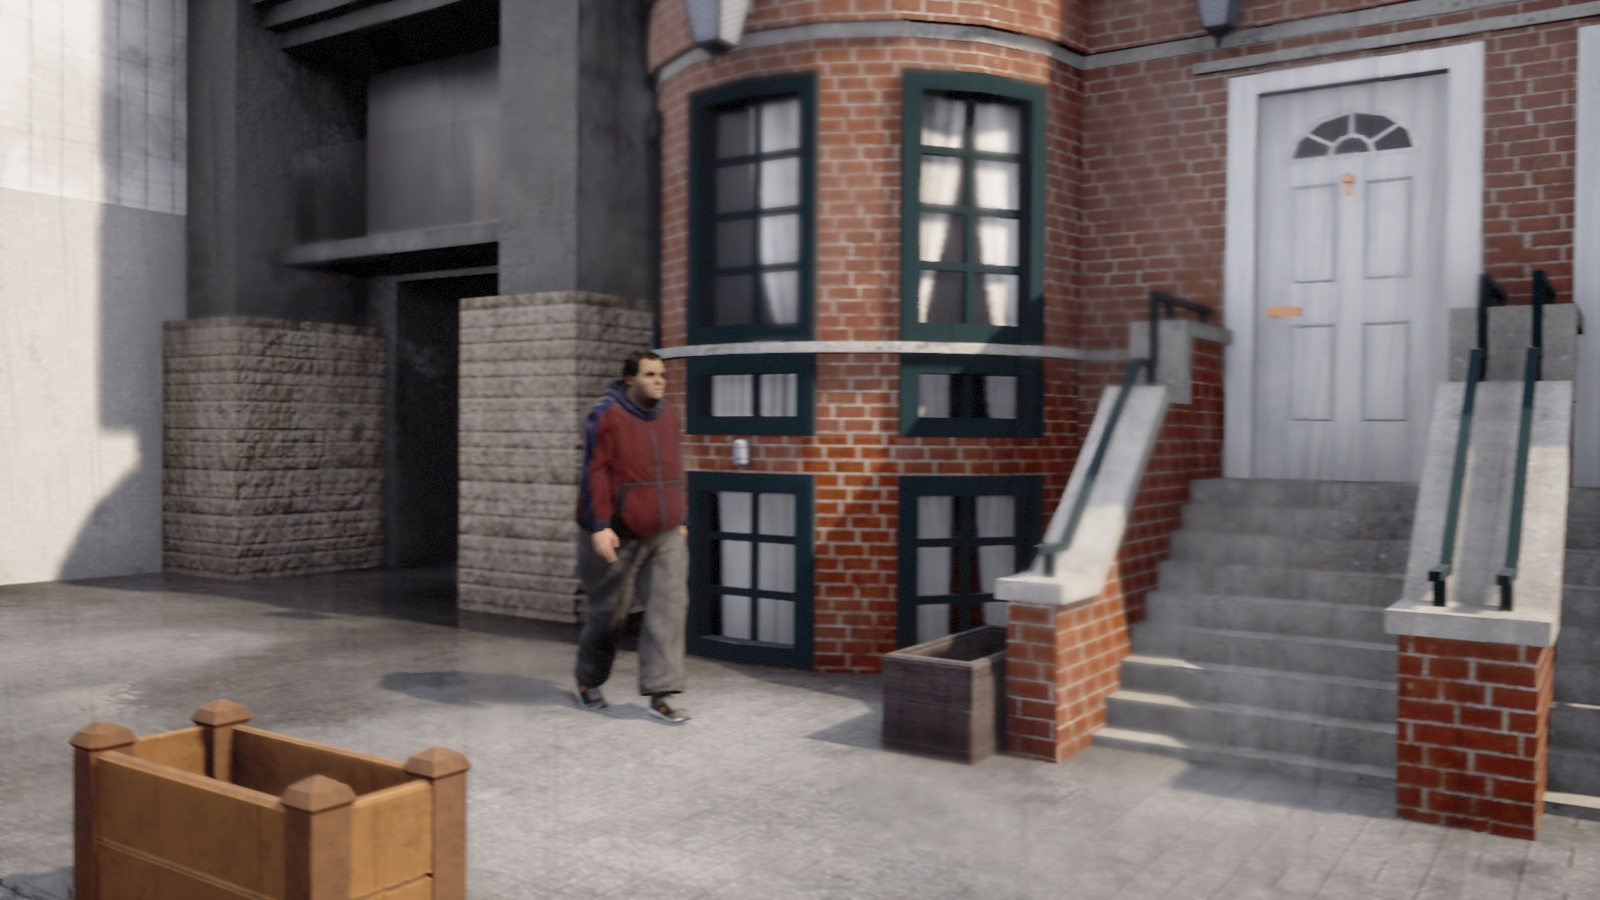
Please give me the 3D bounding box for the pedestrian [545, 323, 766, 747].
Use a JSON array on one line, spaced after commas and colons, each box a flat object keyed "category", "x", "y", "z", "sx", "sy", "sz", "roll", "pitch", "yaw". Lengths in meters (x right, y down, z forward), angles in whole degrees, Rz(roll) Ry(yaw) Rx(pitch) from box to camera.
[{"category": "pedestrian", "x": -0.703, "y": 0.365, "z": 6.001, "sx": 0.634, "sy": 1.844, "sz": 0.899, "roll": -1, "pitch": 1, "yaw": -41}]
